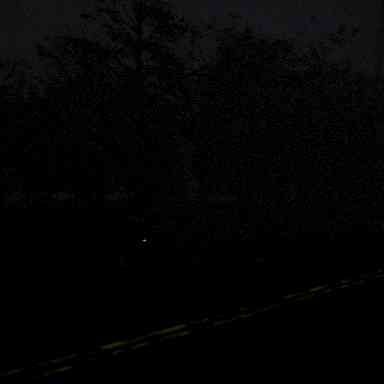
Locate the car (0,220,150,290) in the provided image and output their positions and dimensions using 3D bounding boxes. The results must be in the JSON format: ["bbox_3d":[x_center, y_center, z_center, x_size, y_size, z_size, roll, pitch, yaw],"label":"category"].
[{"bbox_3d":[-3.417,1.535,9.193,4.674,1.442,1.812,0,0,-35],"label":"car"}]
